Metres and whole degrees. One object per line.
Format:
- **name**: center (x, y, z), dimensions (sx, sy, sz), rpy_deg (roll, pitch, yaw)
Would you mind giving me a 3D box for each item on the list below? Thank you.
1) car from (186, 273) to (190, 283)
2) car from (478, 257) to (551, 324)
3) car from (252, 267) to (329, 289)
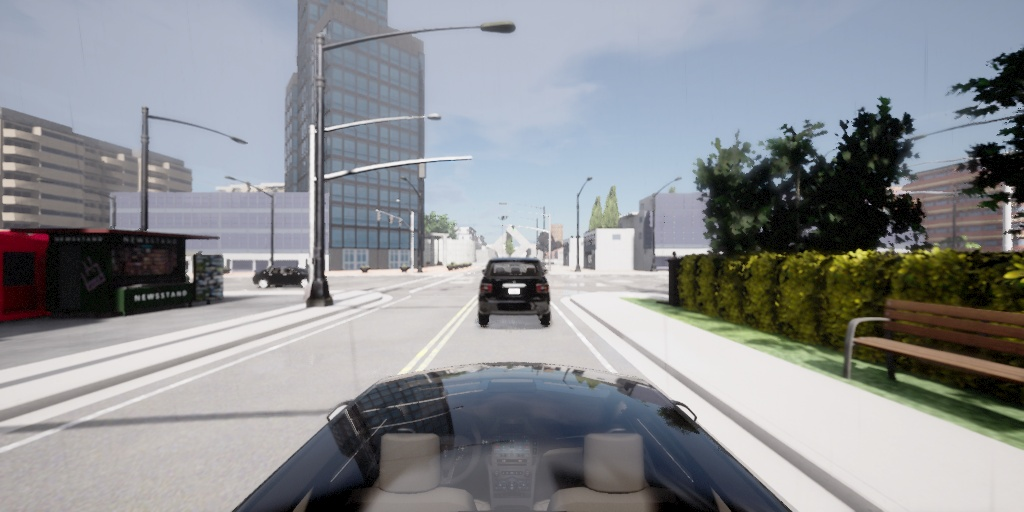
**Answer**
- **car**: center (-26.331, 1.355, 25.521), dimensions (5.566, 2.045, 2.150), rpy_deg (-1, 0, 0)
- **car**: center (0.102, 1.047, 12.426), dimensions (2.150, 2.045, 5.566), rpy_deg (0, 0, 1)
- **car**: center (-15.724, 1.513, 25.598), dimensions (4.892, 1.490, 1.837), rpy_deg (-1, 0, 0)
